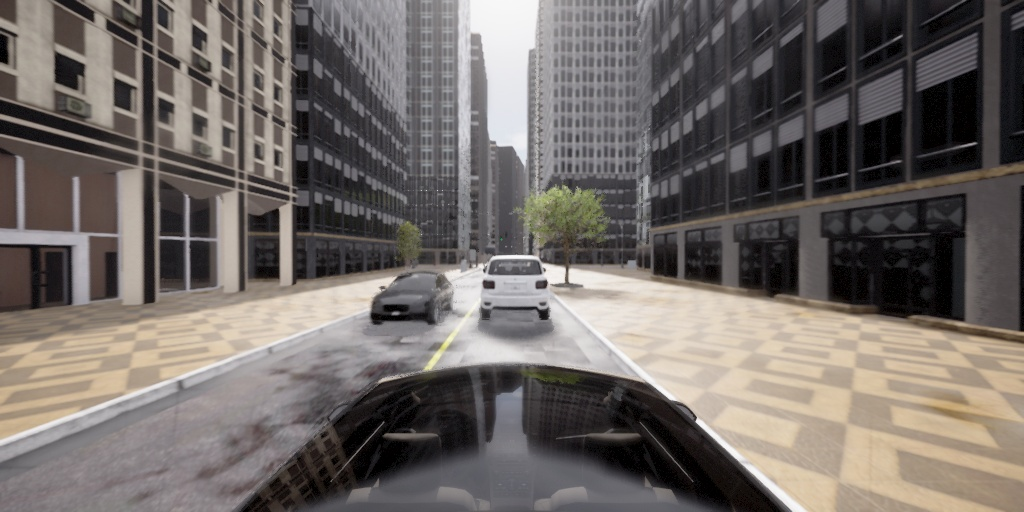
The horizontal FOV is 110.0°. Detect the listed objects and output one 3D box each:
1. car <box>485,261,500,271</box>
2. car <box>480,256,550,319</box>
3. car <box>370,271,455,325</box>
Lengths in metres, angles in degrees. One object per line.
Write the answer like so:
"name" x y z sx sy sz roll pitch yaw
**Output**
"car" -3.015 1.565 56.076 1.994 1.385 4.181 0 0 0
"car" 0.096 1.009 13.048 2.150 2.045 5.566 0 0 0
"car" -3.104 1.289 12.000 1.837 1.490 4.892 0 0 0
